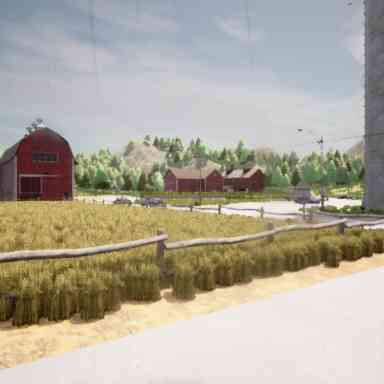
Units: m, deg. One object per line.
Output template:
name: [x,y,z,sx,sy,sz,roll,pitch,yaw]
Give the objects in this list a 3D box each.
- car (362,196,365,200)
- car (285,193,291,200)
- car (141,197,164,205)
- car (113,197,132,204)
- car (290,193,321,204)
car: [40.348,1.193,74.282,1.905,1.878,3.866,0,0,-36]
car: [24.292,1.207,78.941,1.932,1.855,4.605,0,0,-36]
car: [-5.627,1.493,47.392,1.812,1.442,4.674,0,0,-35]
car: [-11.659,1.531,55.640,1.994,1.385,4.181,0,0,-36]
car: [20.831,1.400,59.963,2.242,1.667,4.611,0,0,-36]
